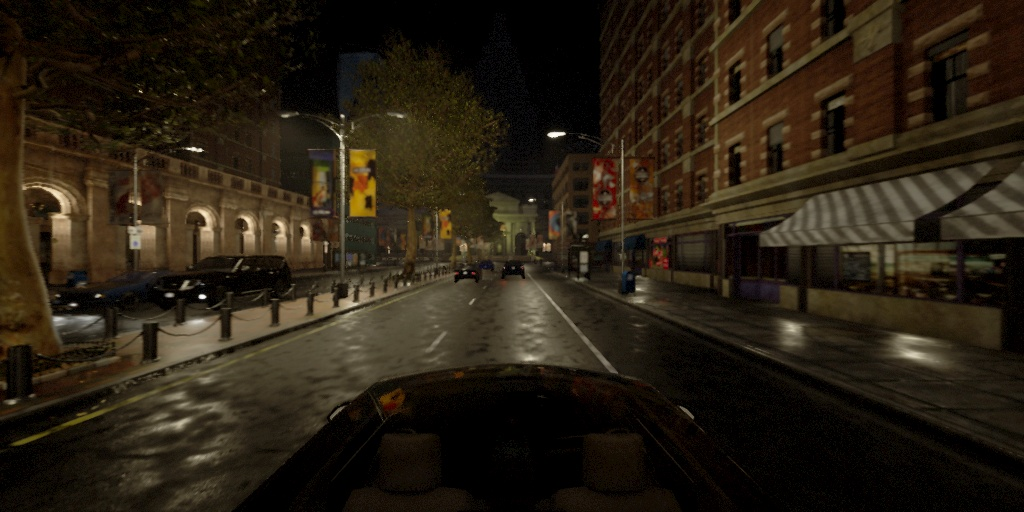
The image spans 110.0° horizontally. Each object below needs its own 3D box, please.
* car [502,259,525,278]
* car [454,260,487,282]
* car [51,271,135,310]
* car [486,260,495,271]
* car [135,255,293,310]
[{"bbox_3d":[0.122,1.101,33.394,2.097,1.767,4.553,0,0,0],"label":"car"},{"bbox_3d":[-3.383,1.295,28.447,2.033,1.411,5.357,0,0,0],"label":"car"},{"bbox_3d":[-15.080,1.290,14.991,2.033,1.411,5.357,0,0,0],"label":"car"},{"bbox_3d":[-3.364,1.225,47.970,1.882,1.535,5.008,0,0,0],"label":"car"},{"bbox_3d":[-11.576,0.966,14.908,2.150,2.045,5.566,0,0,0],"label":"car"}]
